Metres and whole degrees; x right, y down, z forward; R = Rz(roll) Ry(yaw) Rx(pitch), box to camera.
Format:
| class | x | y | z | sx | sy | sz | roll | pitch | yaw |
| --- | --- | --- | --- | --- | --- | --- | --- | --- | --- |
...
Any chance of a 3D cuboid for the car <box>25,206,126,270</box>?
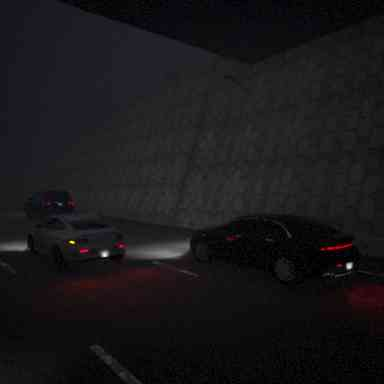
| class | x | y | z | sx | sy | sz | roll | pitch | yaw |
| --- | --- | --- | --- | --- | --- | --- | --- | --- | --- |
| car | -3.759 | 1.383 | 10.549 | 1.812 | 1.442 | 4.674 | -1 | 1 | -39 |

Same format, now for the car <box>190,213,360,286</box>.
| class | x | y | z | sx | sy | sz | roll | pitch | yaw |
| --- | --- | --- | --- | --- | --- | --- | --- | --- | --- |
| car | 1.909 | 1.341 | 9.110 | 1.837 | 1.490 | 4.892 | -1 | 1 | -39 |

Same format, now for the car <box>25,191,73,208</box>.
| class | x | y | z | sx | sy | sz | roll | pitch | yaw |
| --- | --- | --- | --- | --- | --- | --- | --- | --- | --- |
| car | -10.583 | 0.912 | 24.526 | 2.150 | 2.045 | 5.566 | -1 | 1 | -39 |
